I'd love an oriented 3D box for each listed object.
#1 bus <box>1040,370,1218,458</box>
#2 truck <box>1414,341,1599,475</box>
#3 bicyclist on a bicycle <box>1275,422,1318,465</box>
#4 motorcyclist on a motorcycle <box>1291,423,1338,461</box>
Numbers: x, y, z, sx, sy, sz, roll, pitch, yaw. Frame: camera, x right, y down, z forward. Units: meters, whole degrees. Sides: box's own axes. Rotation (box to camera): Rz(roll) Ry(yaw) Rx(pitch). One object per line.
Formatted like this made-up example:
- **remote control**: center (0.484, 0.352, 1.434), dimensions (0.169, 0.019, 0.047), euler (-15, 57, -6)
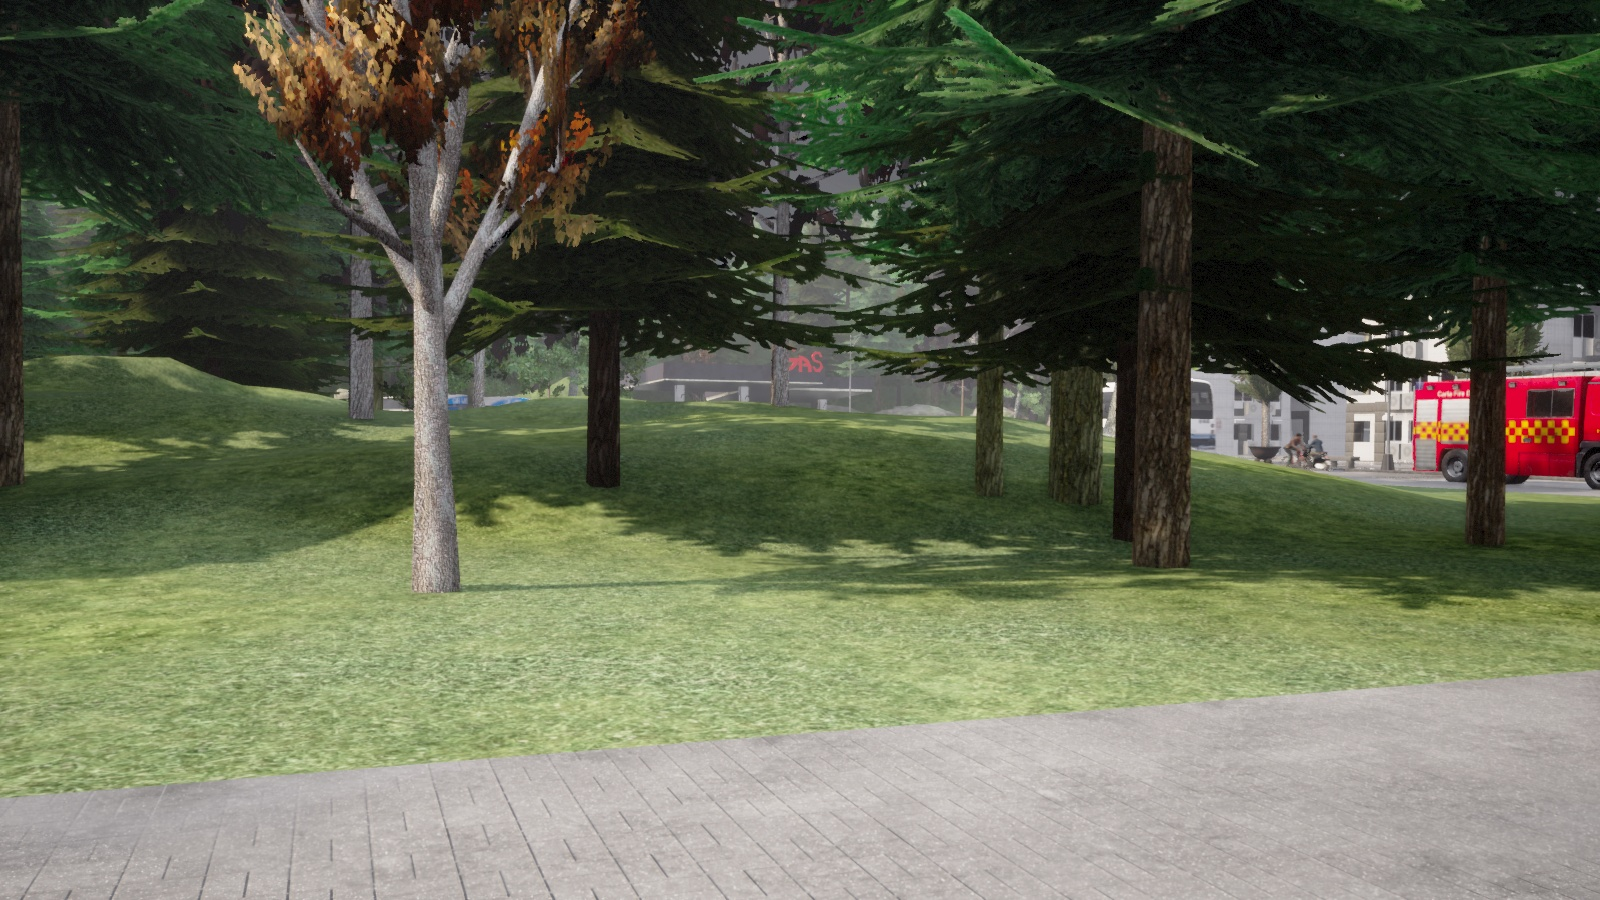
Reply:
- **bus**: center (17.161, -1.847, 66.569), dimensions (3.944, 4.253, 10.273), euler (-1, 1, -20)
- **truck**: center (23.339, -1.245, 38.456), dimensions (2.891, 3.827, 8.468), euler (-1, 1, -20)
- **bicyclist on a bicycle**: center (19.407, -0.258, 49.097), dimensions (0.582, 1.620, 1.656), euler (-1, 1, -20)
- **motorcyclist on a motorcycle**: center (21.970, -0.359, 53.684), dimensions (0.866, 1.590, 1.817), euler (-1, 1, -20)
